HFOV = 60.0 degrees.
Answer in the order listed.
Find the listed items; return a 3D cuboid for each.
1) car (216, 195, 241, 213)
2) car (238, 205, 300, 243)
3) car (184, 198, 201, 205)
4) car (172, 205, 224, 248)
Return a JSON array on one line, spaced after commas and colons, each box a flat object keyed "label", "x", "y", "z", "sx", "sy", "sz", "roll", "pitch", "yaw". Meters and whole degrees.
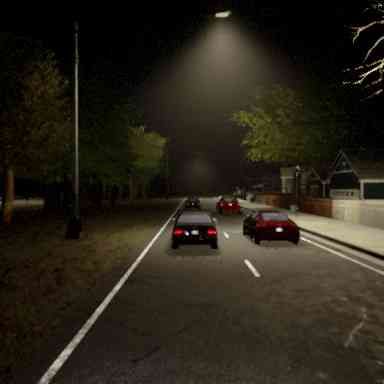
[{"label": "car", "x": 3.607, "y": 1.207, "z": 33.382, "sx": 2.097, "sy": 1.767, "sz": 4.553, "roll": 0, "pitch": 0, "yaw": 0}, {"label": "car", "x": 3.603, "y": 1.526, "z": 15.755, "sx": 1.994, "sy": 1.385, "sz": 4.181, "roll": 0, "pitch": 0, "yaw": 0}, {"label": "car", "x": 0.107, "y": 1.361, "z": 38.807, "sx": 2.033, "sy": 1.411, "sz": 5.357, "roll": 0, "pitch": 0, "yaw": 0}, {"label": "car", "x": 0.103, "y": 1.514, "z": 14.626, "sx": 2.033, "sy": 1.411, "sz": 5.357, "roll": 0, "pitch": 0, "yaw": 0}]
